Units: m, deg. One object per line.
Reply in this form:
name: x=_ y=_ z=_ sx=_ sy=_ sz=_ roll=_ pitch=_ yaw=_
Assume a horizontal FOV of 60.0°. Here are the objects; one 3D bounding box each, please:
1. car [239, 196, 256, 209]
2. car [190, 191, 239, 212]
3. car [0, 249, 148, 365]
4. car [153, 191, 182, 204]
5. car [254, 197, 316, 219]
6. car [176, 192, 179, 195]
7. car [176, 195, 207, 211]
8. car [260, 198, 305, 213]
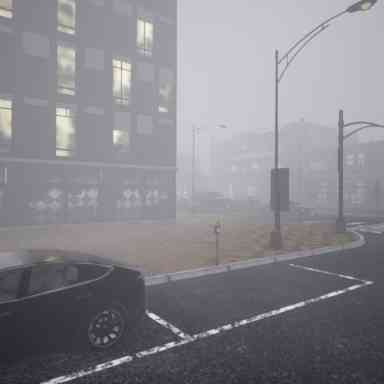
car: x=5.966 y=1.130 z=38.690 sx=1.967 sy=1.590 sz=4.097 roll=1 pitch=0 yaw=-36
car: x=1.843 y=0.894 z=34.512 sx=2.150 sy=2.045 sz=5.566 roll=0 pitch=1 yaw=-36
car: x=-2.707 y=1.566 z=4.623 sx=4.313 sy=1.339 sz=1.947 roll=0 pitch=0 yaw=-36
car: x=-3.893 y=0.793 z=52.088 sx=2.192 sy=1.841 sz=5.009 roll=1 pitch=0 yaw=-36
car: x=7.598 y=1.318 z=26.690 sx=1.812 sy=1.442 sz=4.674 roll=0 pitch=1 yaw=-36
car: x=-0.611 y=1.101 z=47.622 sx=2.008 sy=1.369 sz=4.403 roll=1 pitch=0 yaw=-36
car: x=-0.785 y=1.231 z=33.721 sx=1.802 sy=1.307 sz=4.206 roll=1 pitch=0 yaw=-36
car: x=9.252 y=1.340 z=34.222 sx=1.802 sy=1.307 sz=4.206 roll=1 pitch=0 yaw=-36
